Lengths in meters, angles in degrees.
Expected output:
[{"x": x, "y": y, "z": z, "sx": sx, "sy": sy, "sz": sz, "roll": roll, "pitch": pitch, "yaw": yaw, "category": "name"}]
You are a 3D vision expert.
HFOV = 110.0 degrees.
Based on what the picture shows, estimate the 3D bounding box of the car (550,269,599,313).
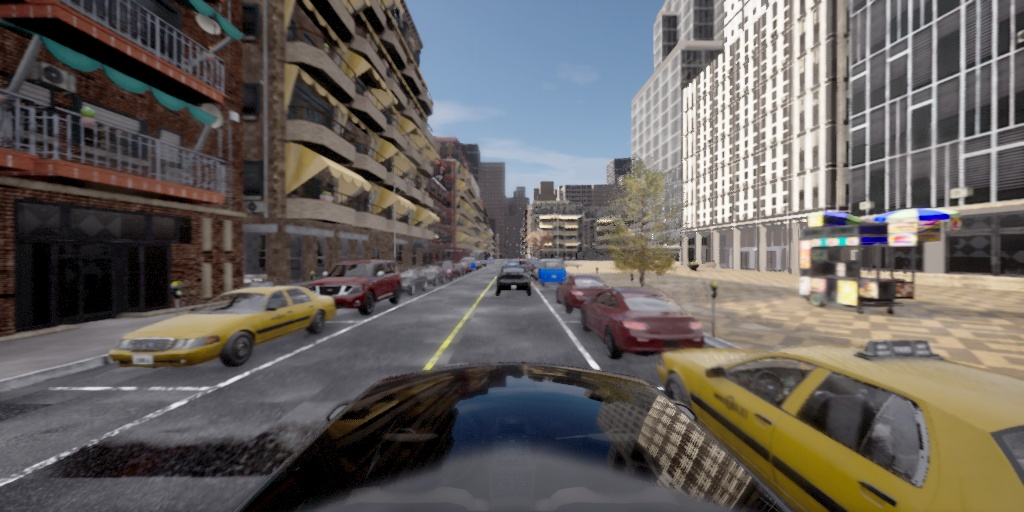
[{"x": 2.684, "y": 1.333, "z": 13.642, "sx": 1.802, "sy": 1.307, "sz": 4.207, "roll": 0, "pitch": 0, "yaw": 0, "category": "car"}]

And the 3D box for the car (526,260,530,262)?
[{"x": 2.674, "y": 1.330, "z": 35.748, "sx": 1.948, "sy": 1.339, "sz": 4.313, "roll": 0, "pitch": 0, "yaw": 0, "category": "car"}]

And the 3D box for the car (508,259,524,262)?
[{"x": 0.081, "y": 1.296, "z": 40.975, "sx": 1.812, "sy": 1.442, "sz": 4.674, "roll": 0, "pitch": 0, "yaw": 0, "category": "car"}]

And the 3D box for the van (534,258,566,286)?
[{"x": 2.679, "y": 1.097, "z": 24.695, "sx": 1.690, "sy": 1.789, "sz": 3.998, "roll": 0, "pitch": 0, "yaw": 0, "category": "van"}]

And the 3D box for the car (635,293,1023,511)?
[{"x": 2.689, "y": 1.275, "z": 2.759, "sx": 1.751, "sy": 1.417, "sz": 4.829, "roll": 0, "pitch": 0, "yaw": 0, "category": "car"}]

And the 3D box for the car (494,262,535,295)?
[{"x": 0.085, "y": 1.260, "z": 19.997, "sx": 1.837, "sy": 1.490, "sz": 4.892, "roll": 0, "pitch": 0, "yaw": 0, "category": "car"}]

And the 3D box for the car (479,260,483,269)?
[{"x": -5.714, "y": 1.367, "z": 52.324, "sx": 1.802, "sy": 1.307, "sz": 4.207, "roll": 0, "pitch": 0, "yaw": 0, "category": "car"}]

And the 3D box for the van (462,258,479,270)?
[{"x": -5.712, "y": 1.120, "z": 46.798, "sx": 1.690, "sy": 1.789, "sz": 3.998, "roll": 0, "pitch": 0, "yaw": 0, "category": "van"}]

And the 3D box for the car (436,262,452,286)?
[{"x": -5.701, "y": 1.310, "z": 24.692, "sx": 2.007, "sy": 1.370, "sz": 4.403, "roll": 0, "pitch": 0, "yaw": 0, "category": "car"}]

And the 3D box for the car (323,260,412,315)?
[{"x": -5.697, "y": 1.069, "z": 13.638, "sx": 2.192, "sy": 1.841, "sz": 5.009, "roll": 0, "pitch": 0, "yaw": 0, "category": "car"}]

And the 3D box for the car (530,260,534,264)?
[{"x": 2.677, "y": 1.285, "z": 30.391, "sx": 1.751, "sy": 1.417, "sz": 4.829, "roll": 0, "pitch": 0, "yaw": 0, "category": "car"}]

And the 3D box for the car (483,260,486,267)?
[{"x": -5.717, "y": 1.374, "z": 57.850, "sx": 1.802, "sy": 1.307, "sz": 4.207, "roll": 0, "pitch": 0, "yaw": 0, "category": "car"}]

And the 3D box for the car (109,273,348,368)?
[{"x": -5.694, "y": 1.279, "z": 7.943, "sx": 1.751, "sy": 1.417, "sz": 4.829, "roll": 0, "pitch": 0, "yaw": 0, "category": "car"}]

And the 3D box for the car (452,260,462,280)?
[{"x": -5.704, "y": 1.203, "z": 30.217, "sx": 1.967, "sy": 1.591, "sz": 4.097, "roll": 0, "pitch": 0, "yaw": 0, "category": "car"}]

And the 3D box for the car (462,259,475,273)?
[{"x": -5.709, "y": 1.318, "z": 41.271, "sx": 1.888, "sy": 1.381, "sz": 4.507, "roll": 0, "pitch": 0, "yaw": 0, "category": "car"}]

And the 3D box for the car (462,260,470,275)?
[{"x": -5.706, "y": 1.333, "z": 35.745, "sx": 1.948, "sy": 1.339, "sz": 4.313, "roll": 0, "pitch": 0, "yaw": 0, "category": "car"}]

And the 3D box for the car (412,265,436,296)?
[{"x": -5.698, "y": 1.307, "z": 19.166, "sx": 2.007, "sy": 1.370, "sz": 4.403, "roll": 0, "pitch": 0, "yaw": 0, "category": "car"}]

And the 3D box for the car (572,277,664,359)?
[{"x": 2.686, "y": 1.332, "z": 8.116, "sx": 1.802, "sy": 1.307, "sz": 4.207, "roll": 0, "pitch": 0, "yaw": 0, "category": "car"}]

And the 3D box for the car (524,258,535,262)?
[{"x": 2.671, "y": 1.209, "z": 41.275, "sx": 1.967, "sy": 1.591, "sz": 4.097, "roll": 0, "pitch": 0, "yaw": 0, "category": "car"}]
